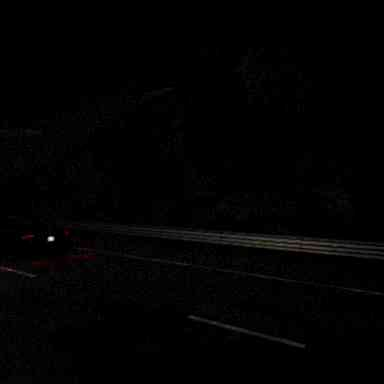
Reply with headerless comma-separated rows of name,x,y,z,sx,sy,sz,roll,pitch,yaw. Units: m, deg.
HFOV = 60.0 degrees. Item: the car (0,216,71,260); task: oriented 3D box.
car,-6.619,1.643,12.964,4.181,1.385,1.994,0,0,36
